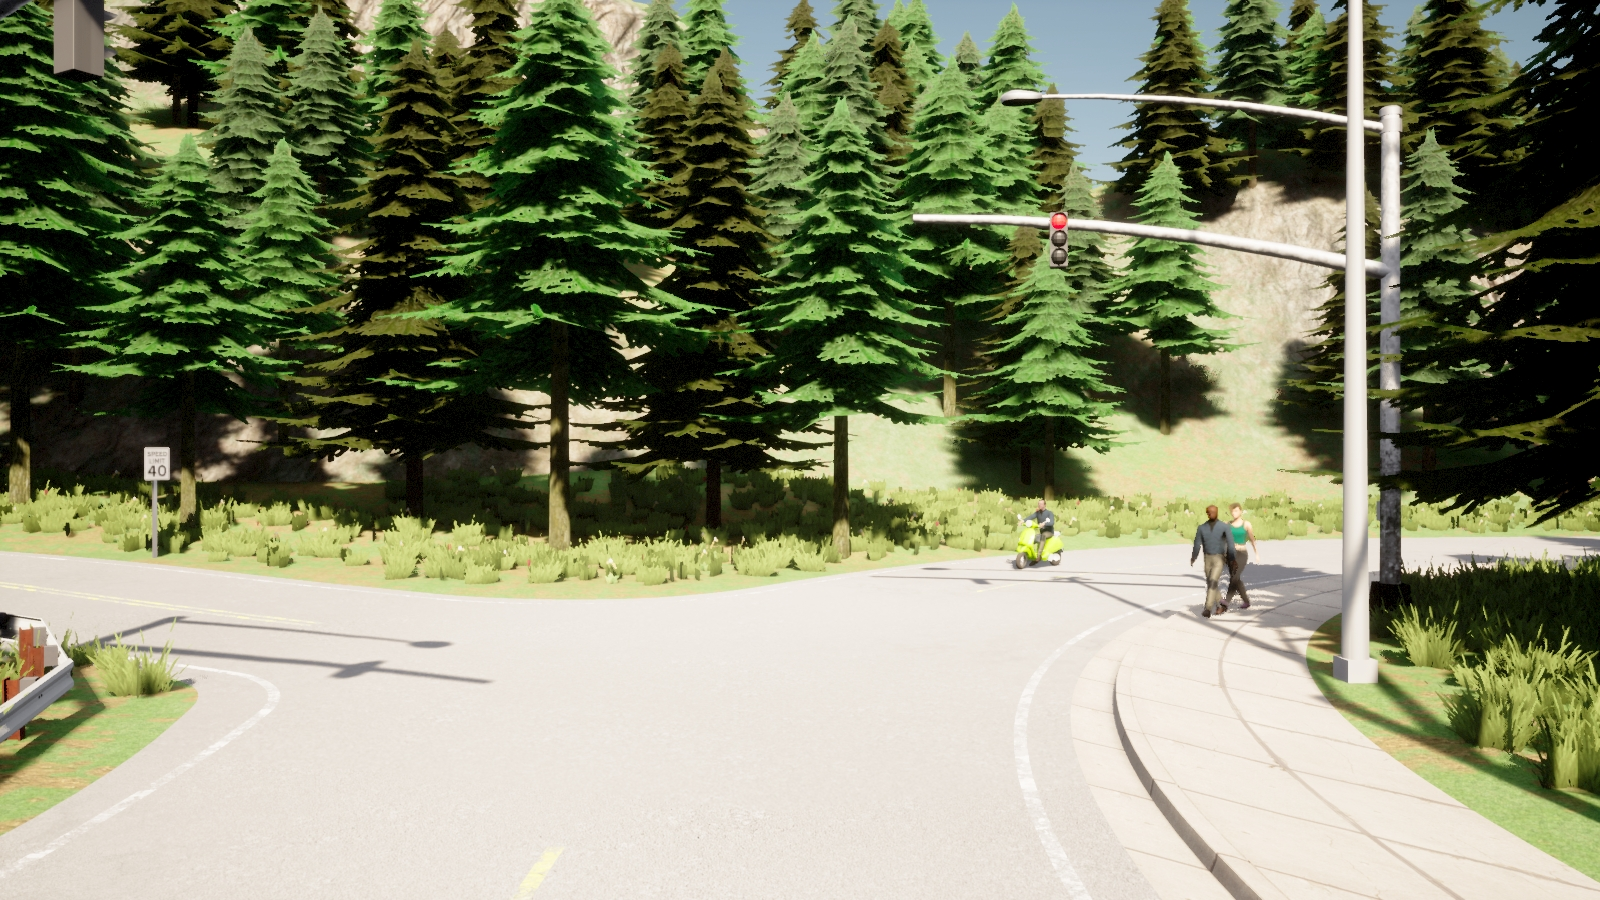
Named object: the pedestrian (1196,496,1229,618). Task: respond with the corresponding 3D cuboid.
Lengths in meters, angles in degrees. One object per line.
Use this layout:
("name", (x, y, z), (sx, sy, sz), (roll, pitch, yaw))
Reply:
("pedestrian", (6.481, 1.668, 17.949), (0.375, 1.860, 0.375), (0, 0, 39))

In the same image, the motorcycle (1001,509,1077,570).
("motorcycle", (5.702, 2.113, 27.217), (1.805, 1.316, 0.856), (0, 0, -41))

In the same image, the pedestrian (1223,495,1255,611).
("pedestrian", (7.172, 1.668, 18.667), (0.375, 1.860, 0.375), (0, 0, -44))
